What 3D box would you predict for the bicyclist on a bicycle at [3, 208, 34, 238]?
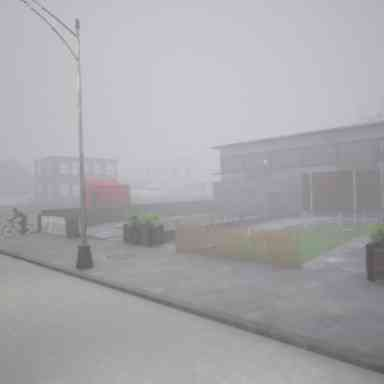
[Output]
[{"bbox_3d":[-9.628,1.691,18.472,0.582,1.620,1.656,-2,0,44],"label":"bicyclist on a bicycle"}]
